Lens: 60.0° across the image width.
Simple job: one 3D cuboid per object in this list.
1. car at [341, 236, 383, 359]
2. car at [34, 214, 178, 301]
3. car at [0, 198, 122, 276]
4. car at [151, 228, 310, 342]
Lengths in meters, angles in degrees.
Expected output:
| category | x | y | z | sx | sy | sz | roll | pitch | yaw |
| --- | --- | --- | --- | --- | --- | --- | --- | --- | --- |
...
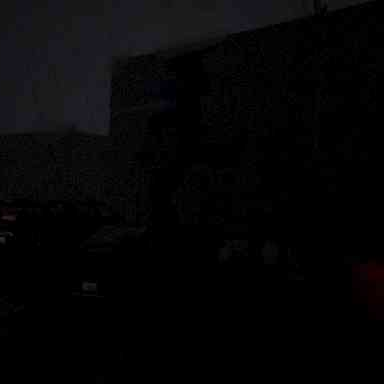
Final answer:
| category | x | y | z | sx | sy | sz | roll | pitch | yaw |
| --- | --- | --- | --- | --- | --- | --- | --- | --- | --- |
| car | 3.592 | 1.348 | 4.853 | 2.185 | 1.767 | 4.553 | 0 | -1 | 16 |
| car | -1.184 | 1.459 | 8.279 | 2.231 | 1.521 | 4.892 | 0 | -1 | 15 |
| car | -3.567 | 1.210 | 10.012 | 2.435 | 2.045 | 5.566 | 0 | -1 | 15 |
| car | 1.211 | 1.465 | 6.577 | 2.231 | 1.521 | 4.892 | 0 | -1 | 15 |
